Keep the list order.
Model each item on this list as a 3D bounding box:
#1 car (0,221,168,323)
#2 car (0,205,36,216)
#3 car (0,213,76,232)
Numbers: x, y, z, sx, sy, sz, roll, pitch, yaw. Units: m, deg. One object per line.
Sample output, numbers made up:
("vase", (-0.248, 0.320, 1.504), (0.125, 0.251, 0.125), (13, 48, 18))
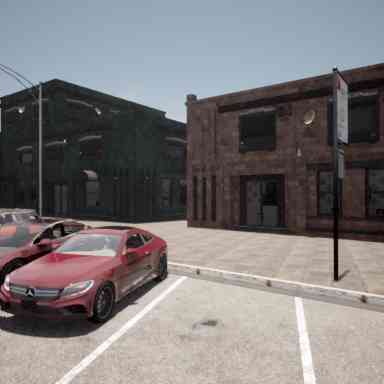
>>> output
("car", (-1.933, 1.527, 7.443), (2.002, 1.452, 4.674), (1, -1, 15))
("car", (-6.819, 1.364, 10.945), (2.185, 1.767, 4.553), (1, -1, 15))
("car", (-4.391, 1.516, 9.148), (2.163, 1.488, 4.792), (1, -1, 15))
